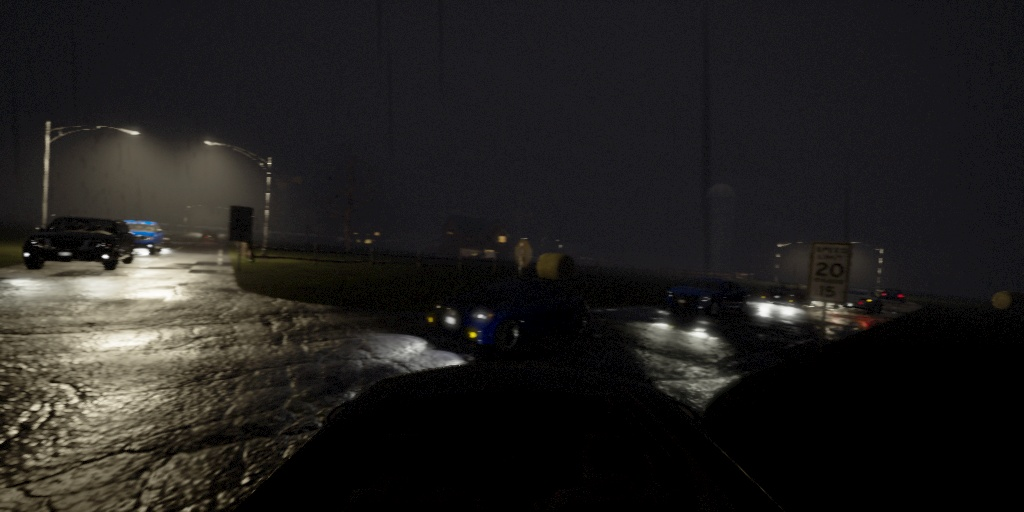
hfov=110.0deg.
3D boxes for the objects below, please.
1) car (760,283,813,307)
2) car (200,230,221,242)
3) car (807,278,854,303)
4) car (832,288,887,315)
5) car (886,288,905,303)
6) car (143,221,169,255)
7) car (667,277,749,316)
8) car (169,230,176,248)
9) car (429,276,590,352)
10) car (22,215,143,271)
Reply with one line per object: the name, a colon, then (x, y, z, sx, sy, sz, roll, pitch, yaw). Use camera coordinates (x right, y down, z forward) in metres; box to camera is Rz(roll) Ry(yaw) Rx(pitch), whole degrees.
car: (17.972, 2.464, 23.381, 4.181, 1.385, 1.994, 4, 2, -38)
car: (-40.779, -2.698, 48.452, 1.837, 1.490, 4.892, 3, 2, -39)
car: (27.138, 2.915, 30.504, 4.553, 1.767, 2.097, 4, 2, -38)
car: (22.126, 2.812, 22.922, 4.674, 1.442, 1.812, 4, 2, -38)
car: (40.336, 4.135, 38.136, 2.033, 1.411, 5.357, 6, 2, 44)
car: (-23.895, -1.230, 22.829, 2.150, 2.045, 5.566, 3, 2, -39)
car: (9.025, 1.736, 16.375, 5.008, 1.535, 1.882, 4, 2, -38)
car: (-30.243, -1.579, 30.718, 2.128, 1.511, 4.902, 3, 2, -39)
car: (0.140, 1.211, 8.708, 1.994, 1.385, 4.181, 6, 2, 44)
car: (-17.409, -0.597, 14.773, 2.150, 2.045, 5.566, 3, 2, -39)
